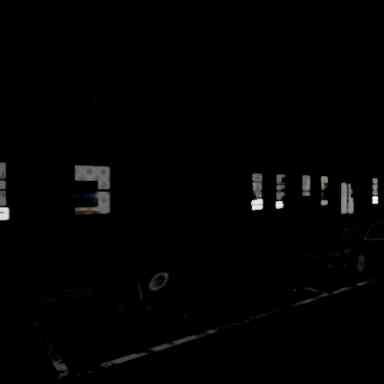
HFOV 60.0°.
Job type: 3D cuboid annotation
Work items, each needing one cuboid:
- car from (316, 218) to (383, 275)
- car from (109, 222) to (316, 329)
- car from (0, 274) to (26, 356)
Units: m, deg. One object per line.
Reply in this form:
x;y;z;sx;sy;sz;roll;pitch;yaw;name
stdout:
5.040;1.504;10.154;4.403;1.369;2.008;0;0;-35;car
0.405;1.421;6.849;4.097;1.590;1.967;0;0;-35;car
-4.230;1.558;3.544;4.403;1.369;2.008;0;0;-35;car
